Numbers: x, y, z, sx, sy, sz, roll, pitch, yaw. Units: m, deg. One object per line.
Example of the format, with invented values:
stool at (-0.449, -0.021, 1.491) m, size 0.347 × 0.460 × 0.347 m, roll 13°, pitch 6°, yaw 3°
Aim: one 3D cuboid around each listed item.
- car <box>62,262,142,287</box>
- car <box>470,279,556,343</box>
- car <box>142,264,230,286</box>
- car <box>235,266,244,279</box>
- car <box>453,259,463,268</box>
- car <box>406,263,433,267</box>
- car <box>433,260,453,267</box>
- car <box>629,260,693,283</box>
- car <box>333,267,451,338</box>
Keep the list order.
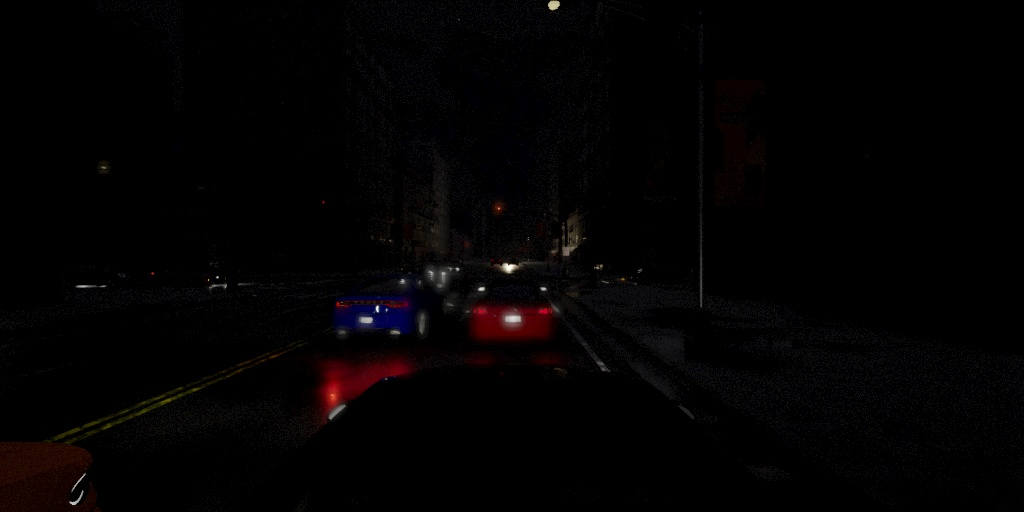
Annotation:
car at (-25.351, 1.172, 22.500) m, size 4.097 × 1.591 × 1.967 m, roll 0°, pitch 0°, yaw 0°
car at (0.029, 1.314, 9.648) m, size 1.994 × 1.385 × 4.181 m, roll 0°, pitch 0°, yaw 0°
car at (-22.523, 1.307, 25.018) m, size 4.181 × 1.385 × 1.994 m, roll 0°, pitch 0°, yaw 1°
car at (-25.283, 1.330, 30.524) m, size 4.313 × 1.339 × 1.948 m, roll 0°, pitch 0°, yaw 0°
car at (-9.627, 1.291, 62.178) m, size 2.033 × 1.411 × 5.357 m, roll 0°, pitch 0°, yaw 0°
car at (-9.740, 1.351, 36.420) m, size 1.895 × 1.301 × 4.718 m, roll 0°, pitch 0°, yaw 0°
car at (-9.697, 1.251, 48.560) m, size 1.837 × 1.490 × 4.892 m, roll 0°, pitch 0°, yaw 0°
car at (11.631, 1.140, 28.061) m, size 4.553 × 1.767 × 2.097 m, roll 0°, pitch 0°, yaw 2°
car at (-3.122, 1.228, 10.176) m, size 1.882 × 1.535 × 5.008 m, roll 0°, pitch 0°, yaw 0°
